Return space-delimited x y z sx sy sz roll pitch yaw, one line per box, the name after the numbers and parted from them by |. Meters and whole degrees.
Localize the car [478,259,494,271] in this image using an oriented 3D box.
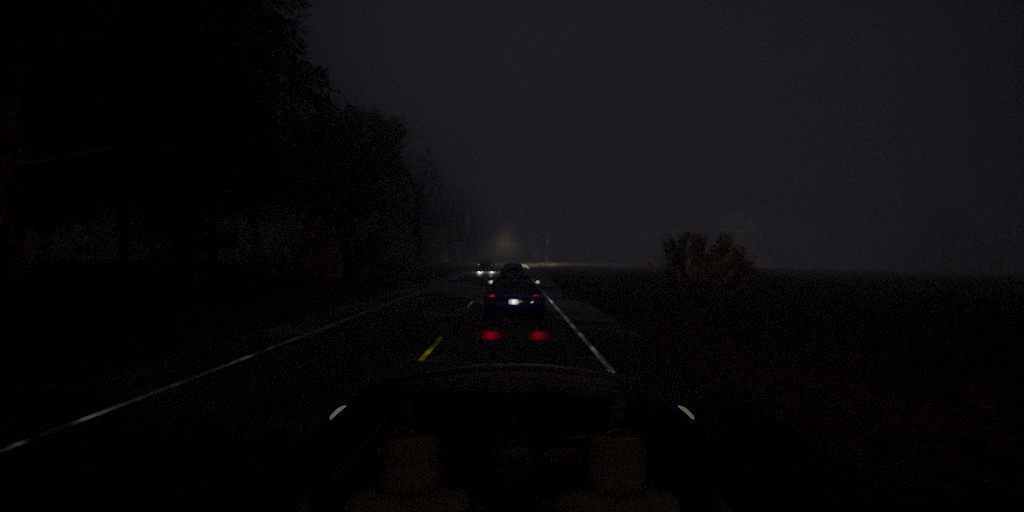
-3.588 1.173 50.087 2.097 1.767 4.553 0 0 0 | car

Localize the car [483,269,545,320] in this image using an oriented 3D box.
0.070 1.333 12.670 1.994 1.385 4.181 0 0 0 | car

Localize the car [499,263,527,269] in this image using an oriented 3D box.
0.066 1.299 27.779 1.837 1.490 4.892 0 0 0 | car
